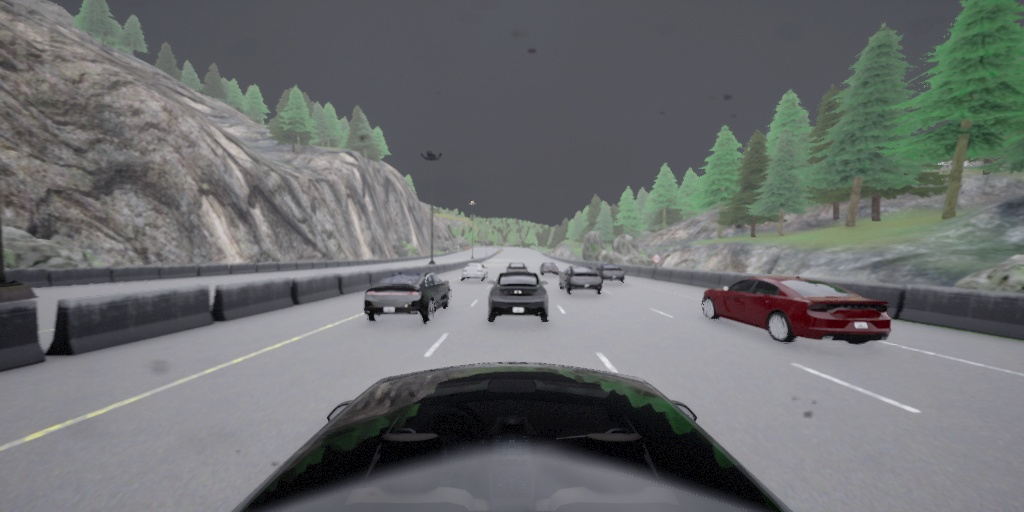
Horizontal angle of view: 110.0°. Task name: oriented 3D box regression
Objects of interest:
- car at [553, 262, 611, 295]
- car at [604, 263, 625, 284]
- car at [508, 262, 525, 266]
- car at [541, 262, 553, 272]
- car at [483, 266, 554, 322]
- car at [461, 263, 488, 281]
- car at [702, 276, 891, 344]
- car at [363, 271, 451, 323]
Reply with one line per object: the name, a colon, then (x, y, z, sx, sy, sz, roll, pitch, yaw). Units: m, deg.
car: (3.797, 1.292, 20.450, 2.128, 1.511, 4.902, 0, 0, 1)
car: (7.384, 1.321, 28.176, 2.128, 1.511, 4.902, 0, 0, 1)
car: (0.414, 1.294, 30.841, 2.128, 1.511, 4.902, 0, 0, 1)
car: (4.012, 1.380, 39.533, 2.033, 1.411, 5.357, 0, 0, 1)
car: (0.207, 1.274, 12.480, 1.837, 1.490, 4.892, 0, 0, 1)
car: (-3.093, 1.311, 30.203, 1.812, 1.442, 4.674, 0, 0, 1)
car: (7.178, 1.275, 9.819, 1.882, 1.535, 5.008, 0, 0, 1)
car: (-3.297, 1.245, 12.137, 2.128, 1.511, 4.902, 0, 0, 1)
